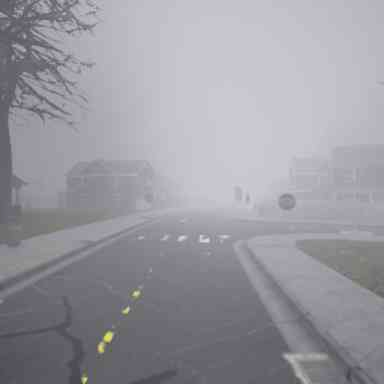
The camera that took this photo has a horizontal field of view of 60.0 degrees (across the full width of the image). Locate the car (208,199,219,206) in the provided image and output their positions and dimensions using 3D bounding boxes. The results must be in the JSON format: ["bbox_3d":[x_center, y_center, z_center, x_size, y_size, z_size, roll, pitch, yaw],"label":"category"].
[{"bbox_3d":[4.405,2.077,66.885,2.033,1.411,5.357,0,0,12],"label":"car"}]
